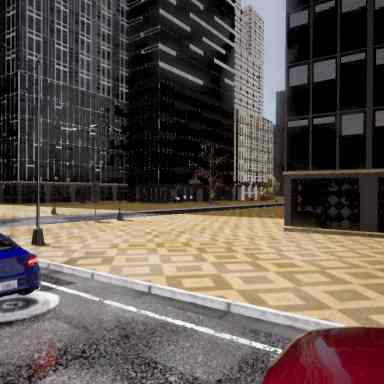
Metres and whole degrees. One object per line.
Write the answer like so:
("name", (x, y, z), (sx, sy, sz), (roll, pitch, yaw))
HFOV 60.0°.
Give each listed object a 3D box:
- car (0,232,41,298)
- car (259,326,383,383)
("car", (-5.179, 1.523, 7.384), (4.674, 1.442, 1.812), (0, 0, 36))
("car", (2.419, 1.564, 1.950), (4.181, 1.385, 1.994), (0, 0, 35))
